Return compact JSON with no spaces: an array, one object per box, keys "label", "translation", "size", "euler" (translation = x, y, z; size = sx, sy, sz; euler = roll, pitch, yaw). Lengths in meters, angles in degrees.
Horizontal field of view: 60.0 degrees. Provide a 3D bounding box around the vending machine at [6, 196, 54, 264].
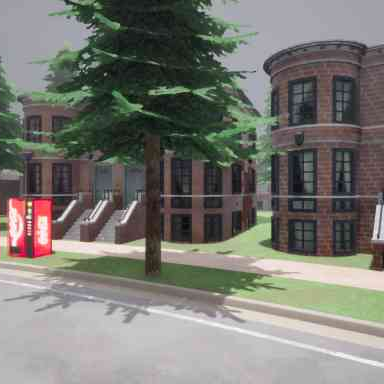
[{"label":"vending machine","translation":[-5.337,1.195,10.994],"size":[0.880,2.100,1.100],"euler":[0,0,23]}]
